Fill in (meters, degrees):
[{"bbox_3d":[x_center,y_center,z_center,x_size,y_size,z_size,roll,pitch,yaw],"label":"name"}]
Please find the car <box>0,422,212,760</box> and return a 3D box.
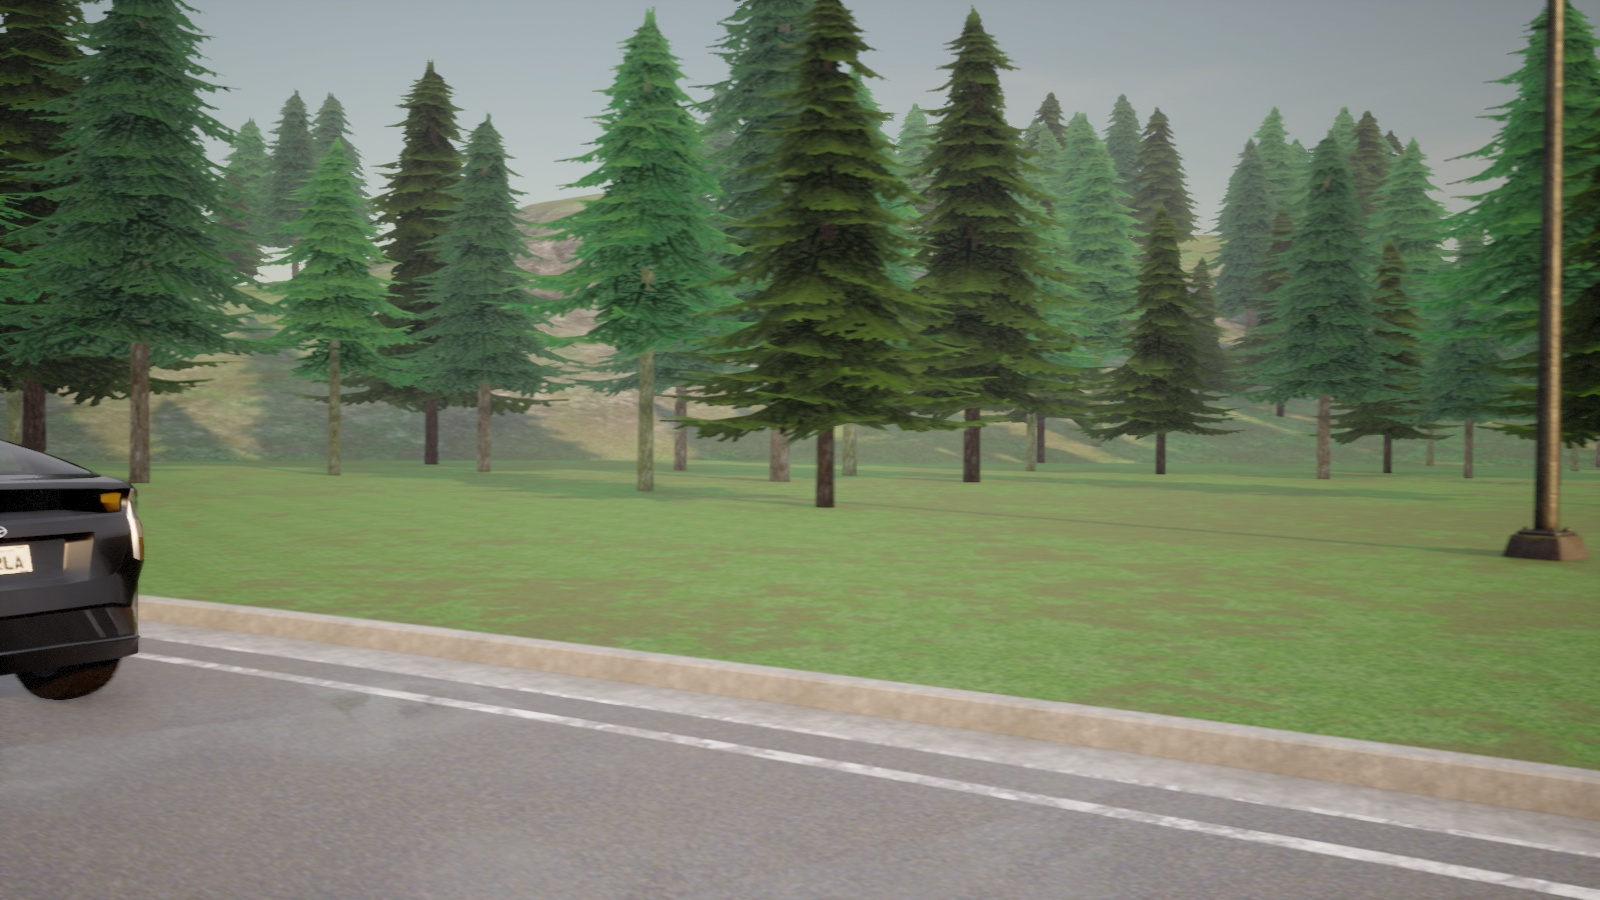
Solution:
[{"bbox_3d":[-5.567,0.640,6.804,4.514,1.525,2.007,0,1,28],"label":"car"}]
